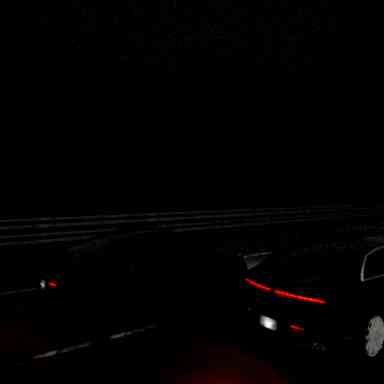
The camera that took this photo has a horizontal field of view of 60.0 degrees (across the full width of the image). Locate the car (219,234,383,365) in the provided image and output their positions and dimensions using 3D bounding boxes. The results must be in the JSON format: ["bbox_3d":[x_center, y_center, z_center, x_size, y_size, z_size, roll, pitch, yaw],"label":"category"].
[{"bbox_3d":[2.995,1.508,5.884,4.892,1.490,1.837,0,0,-35],"label":"car"}]

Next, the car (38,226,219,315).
[{"bbox_3d":[-0.858,1.505,7.436,4.674,1.442,1.812,1,0,-35],"label":"car"}]
